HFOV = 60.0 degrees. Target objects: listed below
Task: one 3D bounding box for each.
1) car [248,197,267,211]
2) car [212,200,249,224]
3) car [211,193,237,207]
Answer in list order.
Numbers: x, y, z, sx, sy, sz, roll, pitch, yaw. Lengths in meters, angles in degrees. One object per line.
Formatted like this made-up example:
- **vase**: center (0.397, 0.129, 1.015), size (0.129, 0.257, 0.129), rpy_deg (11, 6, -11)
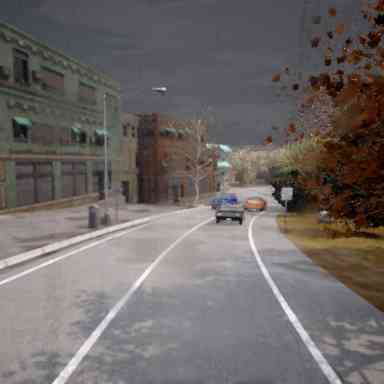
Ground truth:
- **car**: center (8.098, 1.389, 41.509), size (2.097, 1.767, 4.553), rpy_deg (2, 0, 21)
- **car**: center (2.946, 1.557, 24.580), size (1.895, 1.301, 4.718), rpy_deg (1, 0, 12)
- **car**: center (4.056, 1.125, 40.602), size (2.150, 2.045, 5.566), rpy_deg (2, 0, 20)
